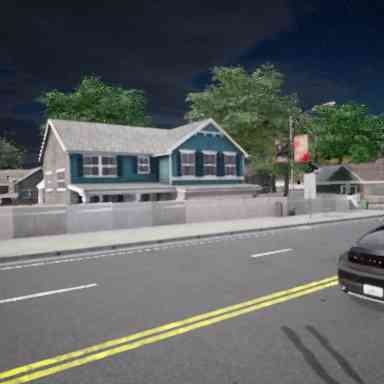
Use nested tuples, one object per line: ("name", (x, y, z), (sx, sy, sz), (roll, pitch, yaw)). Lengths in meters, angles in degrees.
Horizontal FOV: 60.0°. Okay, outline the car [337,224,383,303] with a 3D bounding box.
("car", (5.022, 1.377, 7.018), (4.892, 1.490, 1.837), (-1, 1, -35))
